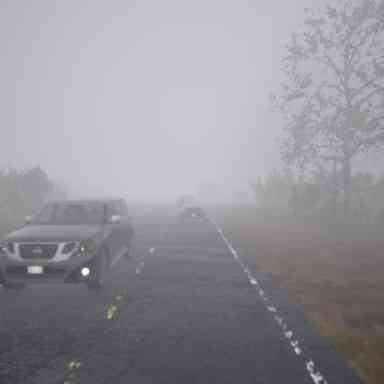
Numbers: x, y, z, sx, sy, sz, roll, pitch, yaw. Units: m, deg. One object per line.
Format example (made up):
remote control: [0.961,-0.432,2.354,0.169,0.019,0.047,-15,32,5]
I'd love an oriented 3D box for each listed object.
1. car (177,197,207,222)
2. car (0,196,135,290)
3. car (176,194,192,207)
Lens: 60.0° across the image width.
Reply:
car: [0.089,1.353,24.206,1.812,1.442,4.674,0,0,0]
car: [-3.034,1.156,9.243,2.150,2.045,5.566,0,0,1]
car: [-0.826,1.051,41.172,2.097,1.767,4.553,0,0,-6]
